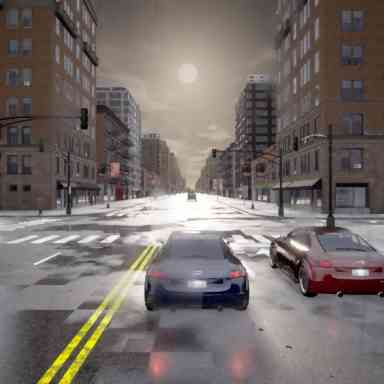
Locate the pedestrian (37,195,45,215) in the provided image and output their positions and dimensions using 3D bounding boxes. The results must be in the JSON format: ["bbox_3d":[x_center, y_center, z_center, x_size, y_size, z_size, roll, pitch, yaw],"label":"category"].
[{"bbox_3d":[-14.152,1.170,31.080,0.375,1.860,0.375,0,0,0],"label":"pedestrian"}]

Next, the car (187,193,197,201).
[{"bbox_3d":[-0.026,1.212,80.278,2.150,2.045,5.566,0,0,0],"label":"car"}]

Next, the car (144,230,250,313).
[{"bbox_3d":[0.085,1.564,7.762,1.994,1.385,4.181,0,0,0],"label":"car"}]

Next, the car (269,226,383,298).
[{"bbox_3d":[3.335,1.564,8.581,1.994,1.385,4.181,0,0,0],"label":"car"}]
